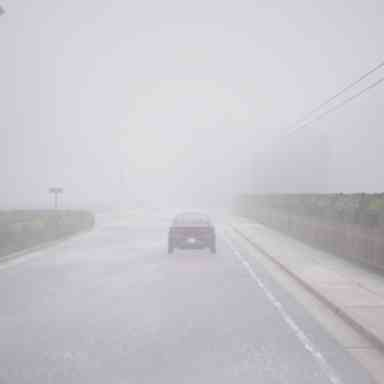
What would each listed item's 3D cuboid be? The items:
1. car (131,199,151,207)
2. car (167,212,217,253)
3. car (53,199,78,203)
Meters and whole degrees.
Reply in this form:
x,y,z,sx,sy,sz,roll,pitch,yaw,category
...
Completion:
x,y,z,sx,sy,sz,roll,pitch,yaw,category
-9.502,2.050,61.806,1.837,1.490,4.892,0,0,-44,car
0.004,1.611,14.478,1.882,1.535,5.008,0,0,0,car
-24.631,2.138,64.353,5.357,1.411,2.033,0,-1,0,car
